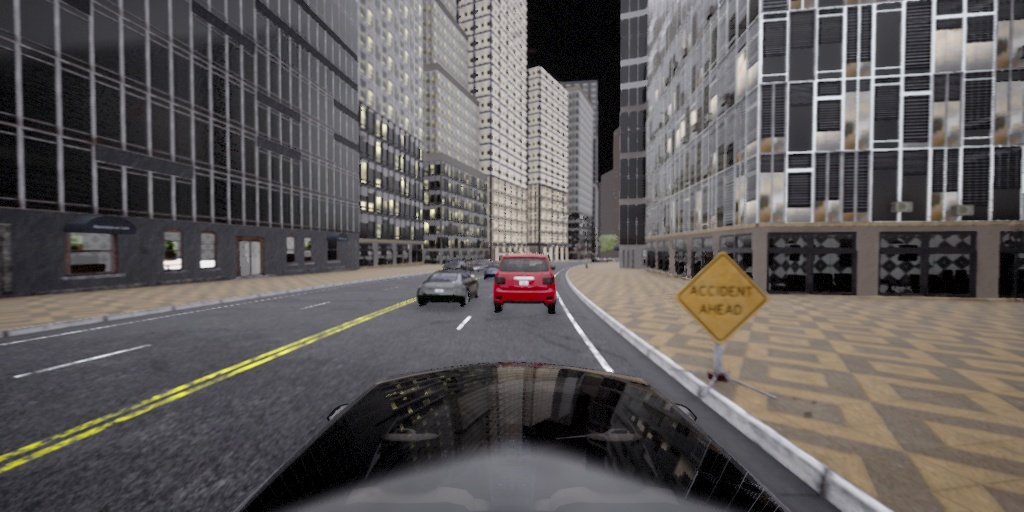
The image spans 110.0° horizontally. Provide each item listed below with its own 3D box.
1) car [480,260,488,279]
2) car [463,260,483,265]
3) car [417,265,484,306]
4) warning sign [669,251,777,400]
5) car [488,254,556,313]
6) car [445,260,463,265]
[{"bbox_3d":[-1.111,1.249,30.839,1.994,1.385,4.181,0,0,7],"label":"car"},{"bbox_3d":[-3.323,1.152,39.374,2.128,1.511,4.902,0,0,10],"label":"car"},{"bbox_3d":[-2.614,1.275,15.502,1.994,1.385,4.181,0,0,3],"label":"car"},{"bbox_3d":[2.883,0.862,5.038,1.300,1.860,1.060,0,0,1],"label":"warning sign"},{"bbox_3d":[0.542,0.944,14.105,2.150,2.045,5.566,0,0,3],"label":"car"},{"bbox_3d":[-6.352,1.192,41.104,2.033,1.411,5.357,0,0,10],"label":"car"}]
